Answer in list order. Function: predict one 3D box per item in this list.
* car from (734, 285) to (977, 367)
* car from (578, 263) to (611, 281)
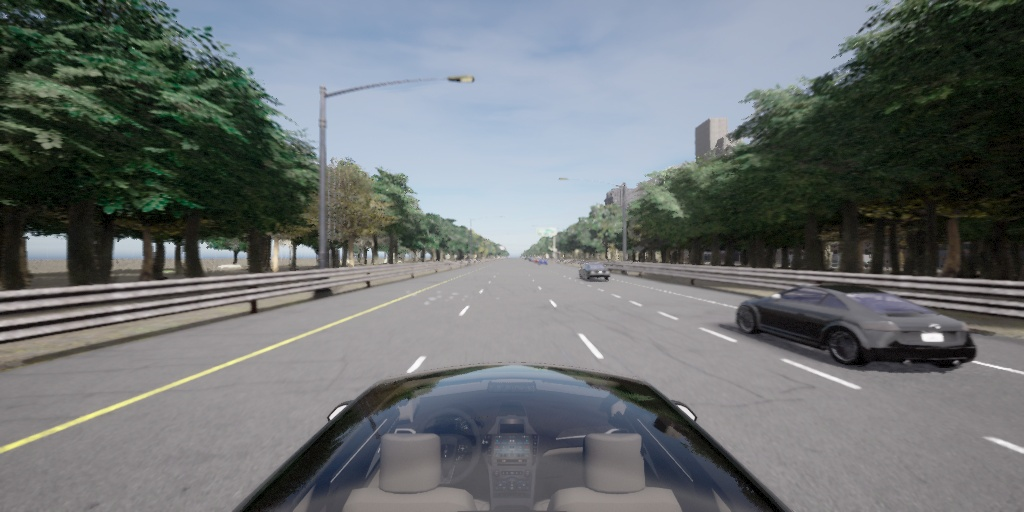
[{"bbox_3d":[6.997,1.325,7.973,1.994,1.385,4.181,0,0,0],"label":"car"},{"bbox_3d":[7.024,1.334,31.047,2.033,1.411,5.357,0,0,0],"label":"car"}]
